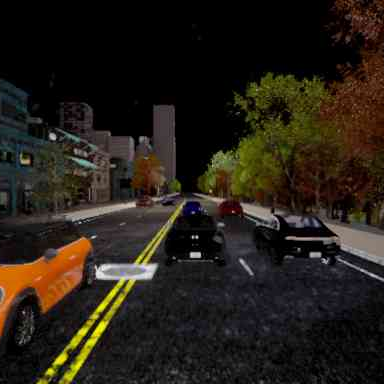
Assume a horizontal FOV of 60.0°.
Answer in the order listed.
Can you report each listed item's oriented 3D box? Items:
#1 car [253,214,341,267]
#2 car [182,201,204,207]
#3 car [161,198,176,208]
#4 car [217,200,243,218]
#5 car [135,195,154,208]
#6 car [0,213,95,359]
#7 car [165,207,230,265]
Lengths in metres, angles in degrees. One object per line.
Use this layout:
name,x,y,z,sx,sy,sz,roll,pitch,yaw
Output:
car,3.348,1.488,11.439,2.128,1.511,4.902,0,0,0
car,0.094,1.516,29.063,1.812,1.442,4.674,0,0,0
car,-3.333,1.547,48.889,1.994,1.385,4.181,0,0,0
car,3.344,1.468,29.567,1.882,1.535,5.008,0,0,0
car,-6.587,1.335,46.724,2.097,1.767,4.553,0,0,0
car,-3.350,1.350,6.032,2.097,1.767,4.553,0,0,0
car,0.098,1.501,11.616,1.837,1.490,4.892,0,0,0
